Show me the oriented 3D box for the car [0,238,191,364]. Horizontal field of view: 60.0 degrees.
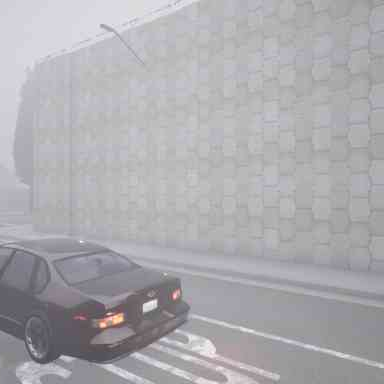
[{"bbox_3d":[-2.602,1.547,5.834,5.357,1.411,2.033,0,0,35],"label":"car"}]
